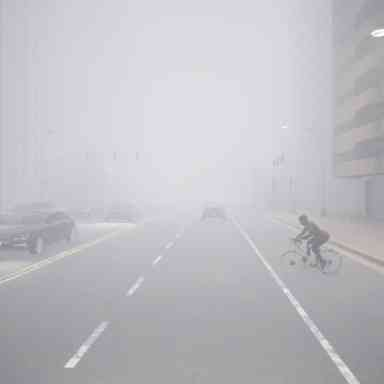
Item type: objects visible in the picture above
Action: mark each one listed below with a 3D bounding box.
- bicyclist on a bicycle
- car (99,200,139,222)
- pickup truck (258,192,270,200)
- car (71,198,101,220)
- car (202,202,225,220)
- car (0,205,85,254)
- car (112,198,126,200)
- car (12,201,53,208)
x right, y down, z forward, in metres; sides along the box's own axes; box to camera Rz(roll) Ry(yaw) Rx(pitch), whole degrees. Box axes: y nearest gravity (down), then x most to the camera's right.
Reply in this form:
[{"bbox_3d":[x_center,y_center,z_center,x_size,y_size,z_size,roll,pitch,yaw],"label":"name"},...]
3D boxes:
[{"bbox_3d":[3.183,1.444,8.965,1.656,1.620,0.582,-2,0,4],"label":"bicyclist on a bicycle"},{"bbox_3d":[-5.447,1.564,26.062,1.994,1.385,4.181,0,0,4],"label":"car"},{"bbox_3d":[18.811,1.057,89.148,2.390,2.098,6.274,0,0,34],"label":"pickup truck"},{"bbox_3d":[-8.825,1.352,27.809,2.097,1.767,4.553,0,0,4],"label":"car"},{"bbox_3d":[1.784,1.525,27.618,1.812,1.442,4.674,0,0,4],"label":"car"},{"bbox_3d":[-6.327,1.505,13.584,1.837,1.490,4.892,0,0,4],"label":"car"},{"bbox_3d":[-10.308,1.563,45.951,4.181,1.385,1.994,0,0,28],"label":"car"},{"bbox_3d":[-9.451,1.352,19.267,2.097,1.767,4.553,0,0,4],"label":"car"}]
